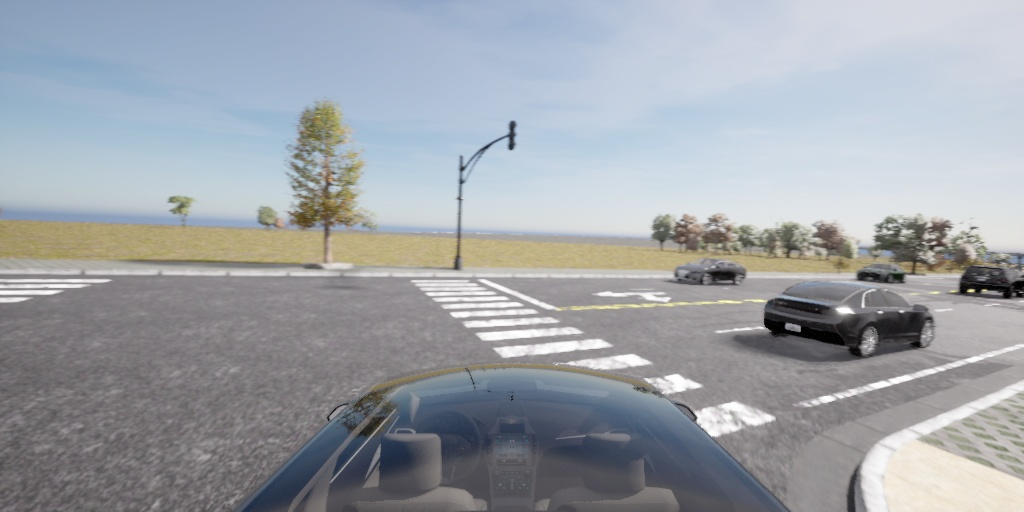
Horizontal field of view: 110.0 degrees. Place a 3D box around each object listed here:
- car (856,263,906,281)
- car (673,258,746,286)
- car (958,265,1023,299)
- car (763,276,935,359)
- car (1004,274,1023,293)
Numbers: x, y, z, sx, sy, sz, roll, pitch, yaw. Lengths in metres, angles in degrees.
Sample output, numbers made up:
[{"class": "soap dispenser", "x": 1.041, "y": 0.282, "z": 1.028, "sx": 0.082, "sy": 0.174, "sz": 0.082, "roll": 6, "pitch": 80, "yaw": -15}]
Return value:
[{"class": "car", "x": 32.995, "y": 1.428, "z": 32.022, "sx": 4.553, "sy": 1.767, "sz": 2.097, "roll": 2, "pitch": 4, "yaw": -27}, {"class": "car", "x": 11.881, "y": 0.884, "z": 21.468, "sx": 4.902, "sy": 1.511, "sz": 2.128, "roll": 2, "pitch": 4, "yaw": -26}, {"class": "car", "x": 33.230, "y": 1.727, "z": 24.761, "sx": 5.566, "sy": 2.045, "sz": 2.150, "roll": 2, "pitch": 4, "yaw": -27}, {"class": "car", "x": 8.455, "y": 1.415, "z": 8.956, "sx": 4.892, "sy": 1.490, "sz": 1.837, "roll": 2, "pitch": 3, "yaw": -24}, {"class": "car", "x": 44.170, "y": 2.350, "z": 30.559, "sx": 4.892, "sy": 1.490, "sz": 1.837, "roll": 2, "pitch": 4, "yaw": -28}]
